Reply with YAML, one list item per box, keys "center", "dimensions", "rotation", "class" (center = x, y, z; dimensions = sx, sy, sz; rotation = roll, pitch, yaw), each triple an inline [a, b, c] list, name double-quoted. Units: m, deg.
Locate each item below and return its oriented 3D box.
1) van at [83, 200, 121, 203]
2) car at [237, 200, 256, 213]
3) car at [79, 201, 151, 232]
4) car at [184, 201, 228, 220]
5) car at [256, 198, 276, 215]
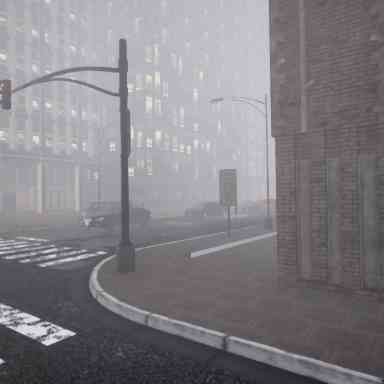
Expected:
- center: [-6.008, 1.460, 23.498]
  dimensions: [1.690, 1.788, 3.998]
  rotation: [-2, -1, 36]
  class: "van"
- center: [7.255, 1.707, 37.514]
  dimensions: [1.895, 1.301, 4.718]
  rotation: [-1, -1, 36]
  class: "car"
- center: [-4.633, 1.558, 20.983]
  dimensions: [2.128, 1.511, 4.902]
  rotation: [-1, -1, 34]
  class: "car"
- center: [1.298, 1.563, 29.228]
  dimensions: [1.882, 1.535, 5.008]
  rotation: [-1, -1, 36]
  class: "car"
- center: [8.777, 1.392, 34.174]
  dimensions: [2.097, 1.767, 4.553]
  rotation: [-1, -1, 36]
  class: "car"
